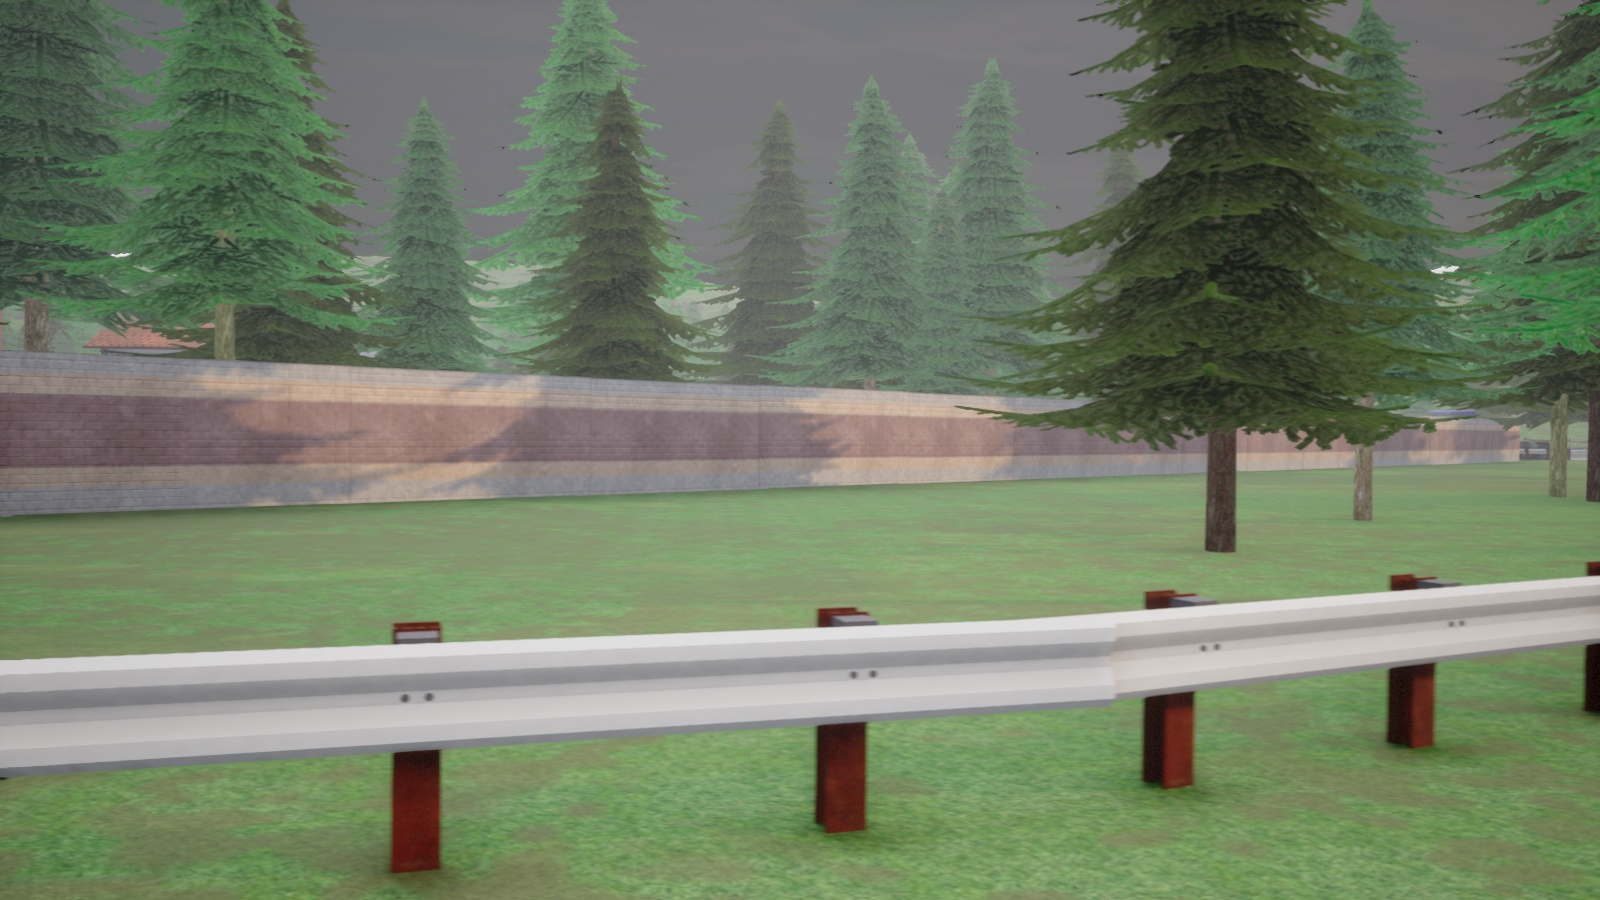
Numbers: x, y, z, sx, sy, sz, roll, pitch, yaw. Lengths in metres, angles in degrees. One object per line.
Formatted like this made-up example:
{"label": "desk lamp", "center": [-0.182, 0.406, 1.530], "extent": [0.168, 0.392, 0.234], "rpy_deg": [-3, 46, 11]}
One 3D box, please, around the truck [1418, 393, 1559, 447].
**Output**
{"label": "truck", "center": [45.858, -1.999, 83.802], "extent": [7.936, 3.462, 2.891], "rpy_deg": [-1, 1, -4]}
